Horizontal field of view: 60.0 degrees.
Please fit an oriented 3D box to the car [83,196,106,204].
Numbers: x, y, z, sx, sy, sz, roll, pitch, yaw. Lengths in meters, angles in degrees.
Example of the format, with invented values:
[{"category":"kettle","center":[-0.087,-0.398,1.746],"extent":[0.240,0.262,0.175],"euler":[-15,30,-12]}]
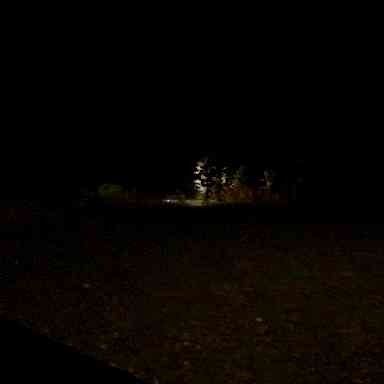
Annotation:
[{"category":"car","center":[-19.600,1.665,67.049],"extent":[1.837,1.490,4.892],"euler":[0,0,34]}]
